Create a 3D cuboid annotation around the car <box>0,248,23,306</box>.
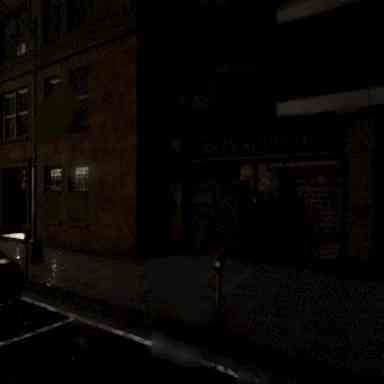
[{"bbox_3d":[-5.134,1.544,6.729,4.403,1.369,2.008,0,0,35],"label":"car"}]
